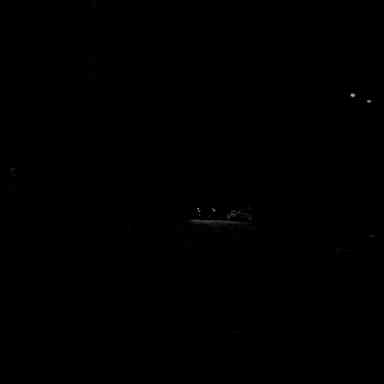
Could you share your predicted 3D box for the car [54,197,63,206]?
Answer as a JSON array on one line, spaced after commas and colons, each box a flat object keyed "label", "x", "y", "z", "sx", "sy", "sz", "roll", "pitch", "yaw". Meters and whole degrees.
[{"label": "car", "x": -28.504, "y": 2.127, "z": 74.538, "sx": 2.192, "sy": 1.841, "sz": 5.009, "roll": 0, "pitch": -1, "yaw": -36}]

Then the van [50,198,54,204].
[{"label": "van", "x": -35.125, "y": 2.295, "z": 83.813, "sx": 1.690, "sy": 1.788, "sz": 3.998, "roll": 0, "pitch": -1, "yaw": -36}]

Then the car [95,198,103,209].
[{"label": "car", "x": -15.262, "y": 1.863, "z": 55.989, "sx": 2.192, "sy": 1.841, "sz": 5.009, "roll": 0, "pitch": -1, "yaw": -36}]

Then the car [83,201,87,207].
[{"label": "car", "x": -18.573, "y": 2.194, "z": 60.623, "sx": 1.802, "sy": 1.307, "sz": 4.206, "roll": 0, "pitch": -1, "yaw": -36}]

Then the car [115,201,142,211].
[{"label": "car", "x": -8.740, "y": 1.951, "z": 46.849, "sx": 1.752, "sy": 1.417, "sz": 4.829, "roll": 1, "pitch": -1, "yaw": -36}]

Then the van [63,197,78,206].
[{"label": "van", "x": -25.194, "y": 2.085, "z": 69.901, "sx": 1.690, "sy": 1.788, "sz": 3.998, "roll": 0, "pitch": -1, "yaw": -36}]

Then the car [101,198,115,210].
[{"label": "car", "x": -11.952, "y": 2.030, "z": 51.348, "sx": 1.887, "sy": 1.381, "sz": 4.507, "roll": 1, "pitch": -1, "yaw": -36}]

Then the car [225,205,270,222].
[{"label": "car", "x": 4.602, "y": 1.748, "z": 28.162, "sx": 2.008, "sy": 1.369, "sz": 4.403, "roll": 1, "pitch": -1, "yaw": -36}]

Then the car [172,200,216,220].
[{"label": "car", "x": 0.130, "y": 1.533, "z": 29.903, "sx": 2.097, "sy": 1.767, "sz": 4.553, "roll": 1, "pitch": -1, "yaw": -35}]
